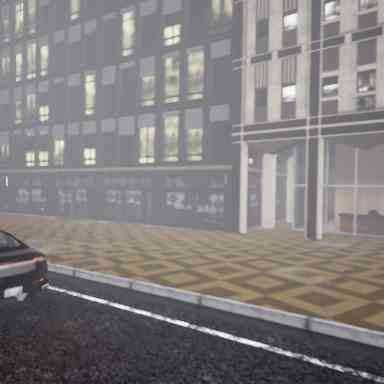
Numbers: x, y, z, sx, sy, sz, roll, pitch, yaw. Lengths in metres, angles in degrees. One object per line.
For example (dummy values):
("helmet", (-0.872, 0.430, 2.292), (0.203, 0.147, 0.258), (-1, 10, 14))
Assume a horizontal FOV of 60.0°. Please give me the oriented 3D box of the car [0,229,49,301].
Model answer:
("car", (-5.048, 1.471, 6.985), (4.902, 1.511, 2.128), (0, 0, 34))
